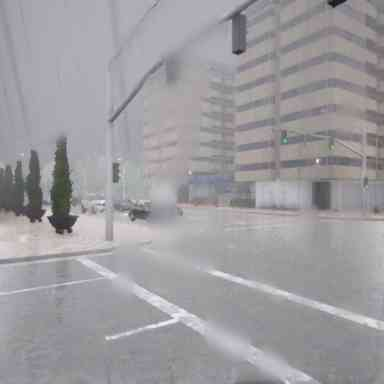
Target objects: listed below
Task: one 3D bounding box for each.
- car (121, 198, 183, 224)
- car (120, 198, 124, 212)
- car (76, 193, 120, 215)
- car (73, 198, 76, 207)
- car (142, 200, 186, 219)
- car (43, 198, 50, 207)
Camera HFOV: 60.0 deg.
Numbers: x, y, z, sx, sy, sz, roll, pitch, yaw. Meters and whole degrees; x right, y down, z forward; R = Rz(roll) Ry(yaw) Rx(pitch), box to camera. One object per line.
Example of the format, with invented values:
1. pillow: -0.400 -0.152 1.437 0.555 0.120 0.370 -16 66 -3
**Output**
1. car: -3.118 1.489 24.795 2.128 1.511 4.902 0 0 -35
2. car: -7.731 1.501 37.514 1.837 1.490 4.892 0 0 -35
3. car: -9.761 1.221 34.307 2.150 2.045 5.566 0 0 -35
4. car: -16.010 1.220 49.414 2.150 2.045 5.566 0 0 -35
5. car: -2.633 1.523 30.213 1.812 1.442 4.674 0 0 -35
6. car: -21.662 1.523 51.462 1.812 1.442 4.674 0 0 -34
